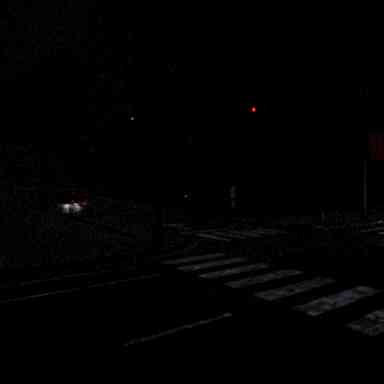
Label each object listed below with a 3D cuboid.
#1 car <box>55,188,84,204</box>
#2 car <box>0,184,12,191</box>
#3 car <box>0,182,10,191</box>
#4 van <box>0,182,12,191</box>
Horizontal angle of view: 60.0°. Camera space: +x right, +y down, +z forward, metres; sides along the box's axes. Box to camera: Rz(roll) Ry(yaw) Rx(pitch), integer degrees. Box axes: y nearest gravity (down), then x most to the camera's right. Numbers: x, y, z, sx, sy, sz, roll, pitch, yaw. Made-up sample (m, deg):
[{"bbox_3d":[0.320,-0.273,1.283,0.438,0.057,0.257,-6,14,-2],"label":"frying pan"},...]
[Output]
[{"bbox_3d":[-15.290,0.581,40.620,2.033,1.411,5.357,-1,3,-35],"label":"car"},{"bbox_3d":[-40.124,-0.924,71.642,2.008,1.369,4.403,1,1,-35],"label":"car"},{"bbox_3d":[-42.983,-1.300,75.716,2.192,1.841,5.009,1,1,-35],"label":"car"},{"bbox_3d":[-38.208,-1.040,68.925,1.690,1.788,3.998,1,1,-35],"label":"van"}]
